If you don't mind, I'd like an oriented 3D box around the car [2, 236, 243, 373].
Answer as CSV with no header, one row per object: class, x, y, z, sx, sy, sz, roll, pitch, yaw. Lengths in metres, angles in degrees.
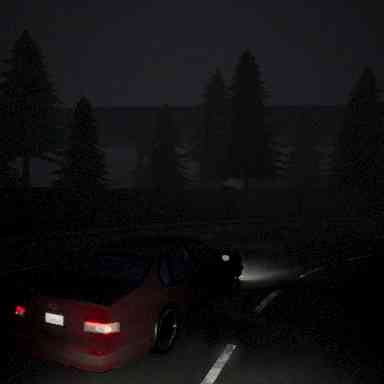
car,-0.591,1.548,6.212,2.033,1.411,5.357,0,0,24
